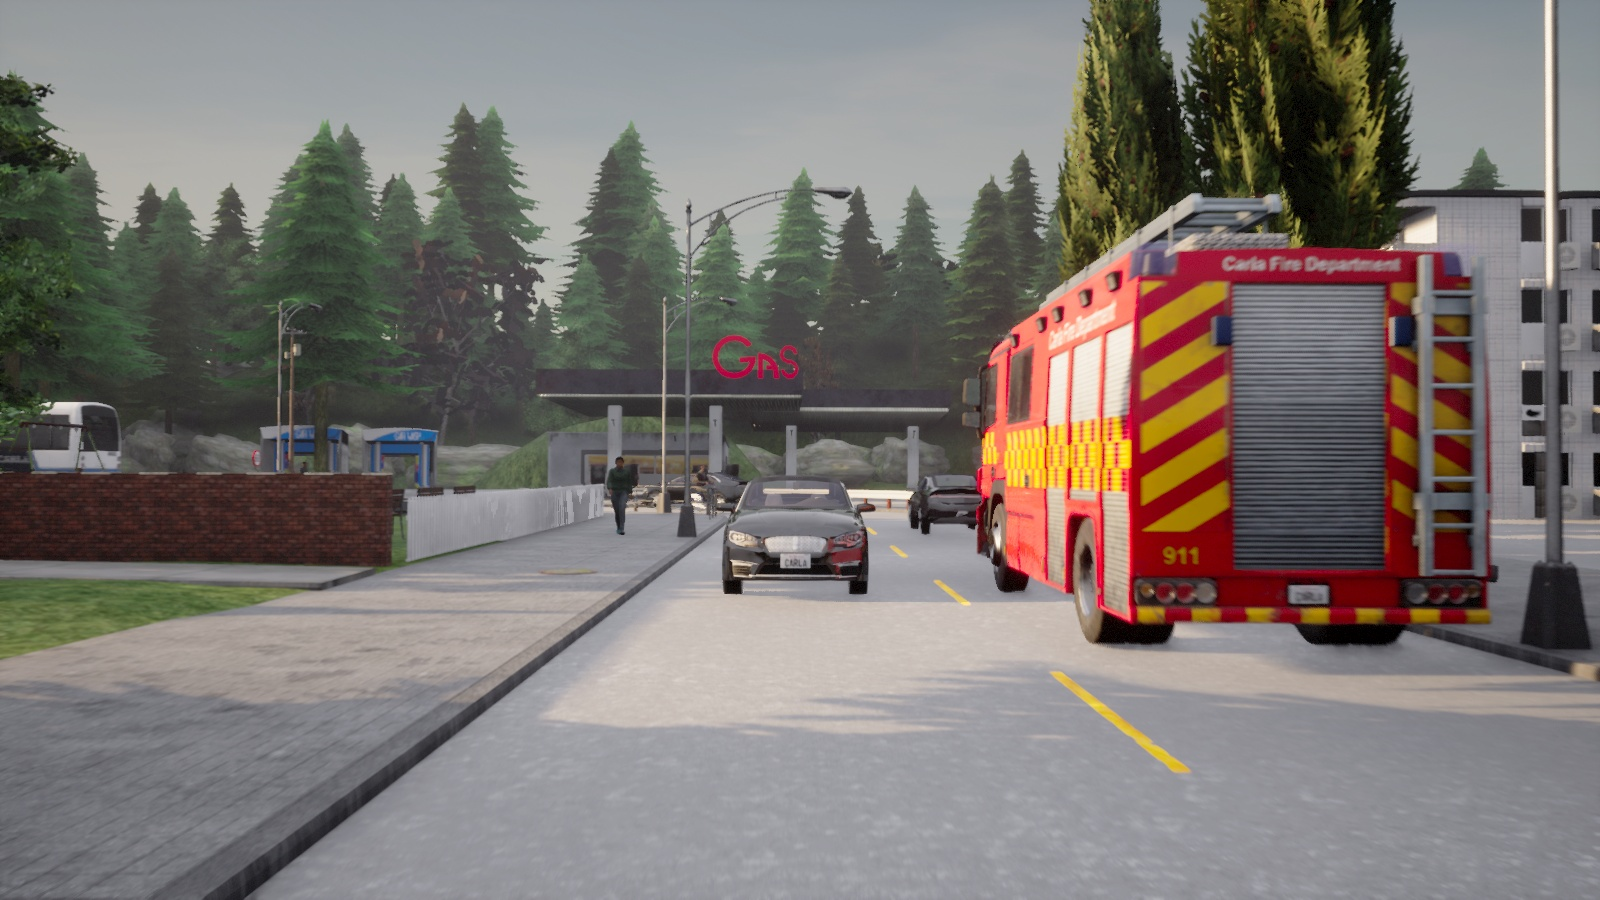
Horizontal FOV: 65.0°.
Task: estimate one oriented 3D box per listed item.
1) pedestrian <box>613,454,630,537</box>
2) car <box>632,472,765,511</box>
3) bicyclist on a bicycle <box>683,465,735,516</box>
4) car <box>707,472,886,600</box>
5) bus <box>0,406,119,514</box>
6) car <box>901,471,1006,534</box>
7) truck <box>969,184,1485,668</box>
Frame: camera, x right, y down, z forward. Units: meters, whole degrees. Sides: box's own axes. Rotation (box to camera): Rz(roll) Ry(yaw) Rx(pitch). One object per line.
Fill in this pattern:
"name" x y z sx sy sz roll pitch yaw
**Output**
"pedestrian" -4.005 1.013 28.234 0.353 1.847 0.614 0 -1 -6
"car" -4.092 1.634 50.432 4.902 1.511 2.128 -1 -1 26
"bicyclist on a bicycle" -3.263 1.455 45.123 1.843 1.776 0.659 -1 0 37
"car" -0.048 1.062 17.361 2.128 1.511 4.902 0 -1 0
"bus" -34.016 0.432 51.251 10.273 4.253 3.944 0 -1 0
"car" 3.910 1.306 32.873 2.128 1.511 4.902 0 -1 0
"truck" 3.955 -0.128 14.199 2.891 3.827 8.468 0 -1 0
